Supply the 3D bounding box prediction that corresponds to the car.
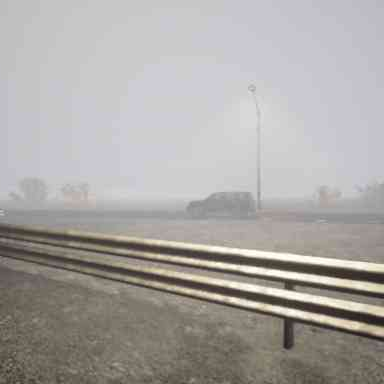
[{"bbox_3d":[2.325,0.972,26.587,5.566,2.045,2.150,0,0,16],"label":"car"}]
